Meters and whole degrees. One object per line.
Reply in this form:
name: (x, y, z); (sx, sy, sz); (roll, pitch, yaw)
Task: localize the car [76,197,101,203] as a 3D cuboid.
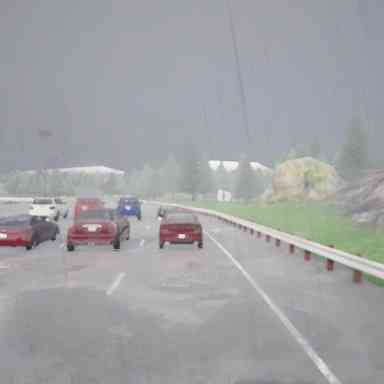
car: (-9.251, 1.501, 30.320); (2.150, 2.045, 5.566); (0, 0, -8)

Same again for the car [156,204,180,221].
car: (-2.342, 1.894, 31.448); (1.895, 1.301, 4.718); (0, 0, -8)

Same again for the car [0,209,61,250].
car: (-7.554, 1.707, 15.049); (1.994, 1.385, 4.181); (0, 0, -4)

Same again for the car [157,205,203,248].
car: (-0.587, 1.625, 15.739); (1.882, 1.535, 5.008); (0, 0, -4)

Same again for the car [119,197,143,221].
car: (-5.789, 1.505, 30.832); (2.150, 2.045, 5.566); (0, 0, -8)

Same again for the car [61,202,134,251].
car: (-4.049, 1.492, 15.089); (2.097, 1.767, 4.553); (0, -1, -4)

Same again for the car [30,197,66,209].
car: (-12.714, 1.497, 29.810); (2.150, 2.045, 5.566); (0, 0, -8)
